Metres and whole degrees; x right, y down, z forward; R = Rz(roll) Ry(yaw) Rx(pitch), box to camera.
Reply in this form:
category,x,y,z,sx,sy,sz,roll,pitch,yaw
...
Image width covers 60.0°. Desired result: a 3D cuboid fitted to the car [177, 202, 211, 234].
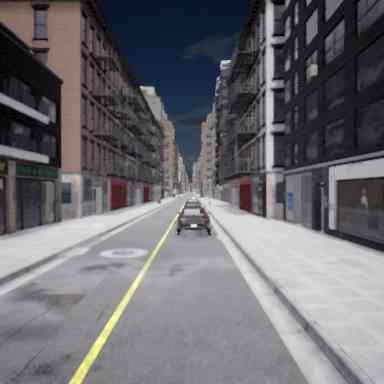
category,x,y,z,sx,sy,sz,roll,pitch,yaw
car,0.095,1.531,19.035,1.812,1.442,4.674,0,0,0

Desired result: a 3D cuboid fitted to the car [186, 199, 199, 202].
category,x,y,z,sx,sy,sz,roll,pitch,yaw
car,0.091,1.500,37.622,2.128,1.511,4.902,0,0,0
